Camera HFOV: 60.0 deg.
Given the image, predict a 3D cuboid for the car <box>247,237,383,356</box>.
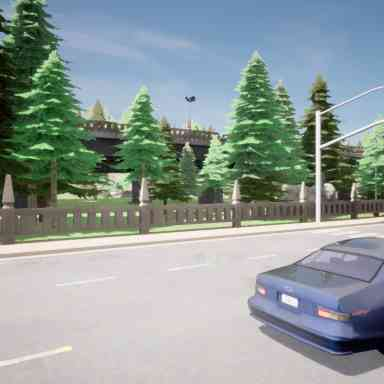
[{"bbox_3d":[3.496,1.547,5.918,5.357,1.411,2.033,0,0,-31],"label":"car"}]
